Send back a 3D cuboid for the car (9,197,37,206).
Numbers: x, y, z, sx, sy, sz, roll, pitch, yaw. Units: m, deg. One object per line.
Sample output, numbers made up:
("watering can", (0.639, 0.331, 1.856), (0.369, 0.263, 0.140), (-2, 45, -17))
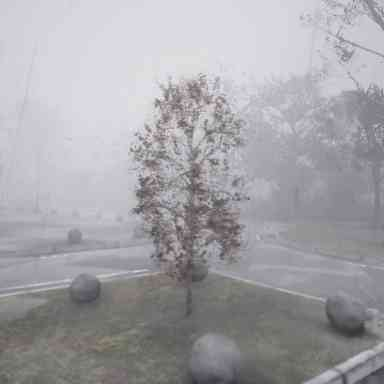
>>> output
("car", (-24.122, 1.367, 47.496), (4.718, 1.301, 1.895), (1, 0, 35))
